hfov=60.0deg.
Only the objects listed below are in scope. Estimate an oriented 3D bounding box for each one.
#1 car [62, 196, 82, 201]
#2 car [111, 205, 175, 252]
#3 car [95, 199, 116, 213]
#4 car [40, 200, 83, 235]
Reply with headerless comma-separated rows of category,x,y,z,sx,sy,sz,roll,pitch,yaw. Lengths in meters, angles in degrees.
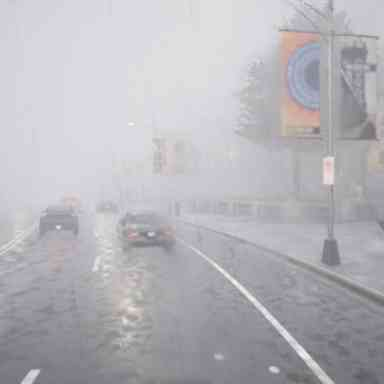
car,-12.269,1.225,33.591,2.097,1.767,4.553,0,0,-19
car,-2.073,1.483,13.786,2.033,1.411,5.357,0,0,-16
car,-9.102,1.417,35.154,1.994,1.385,4.181,0,0,-19
car,-7.212,1.437,18.417,1.837,1.490,4.892,0,0,-18
